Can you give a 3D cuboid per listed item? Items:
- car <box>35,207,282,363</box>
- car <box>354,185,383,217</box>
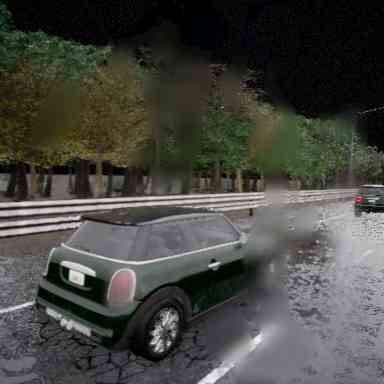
[{"bbox_3d":[-0.130,1.046,5.823,2.097,1.767,4.553,4,3,38],"label":"car"},{"bbox_3d":[12.082,0.572,21.449,2.150,2.045,5.566,4,3,37],"label":"car"}]
